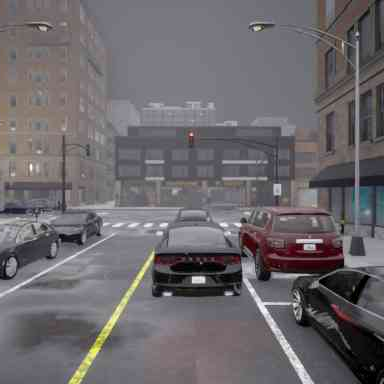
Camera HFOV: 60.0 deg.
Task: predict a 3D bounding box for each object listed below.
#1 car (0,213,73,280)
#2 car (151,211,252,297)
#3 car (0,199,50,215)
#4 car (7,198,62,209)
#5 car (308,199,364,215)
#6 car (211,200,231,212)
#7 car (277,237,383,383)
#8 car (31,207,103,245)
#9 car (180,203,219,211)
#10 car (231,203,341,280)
[{"bbox_3d":[-5.402,1.551,9.804,2.008,1.369,4.403,0,0,0],"label":"car"},{"bbox_3d":[0.062,1.478,8.634,1.882,1.535,5.008,0,0,-1],"label":"car"},{"bbox_3d":[-16.207,1.531,30.951,4.718,1.301,1.895,0,0,0],"label":"car"},{"bbox_3d":[-15.896,1.423,34.407,4.902,1.511,2.128,0,0,0],"label":"car"},{"bbox_3d":[14.940,1.561,34.584,5.008,1.535,1.882,0,0,0],"label":"car"},{"bbox_3d":[3.067,1.588,37.765,4.181,1.385,1.994,0,0,0],"label":"car"},{"bbox_3d":[2.631,1.566,4.153,1.947,1.339,4.313,0,0,0],"label":"car"},{"bbox_3d":[-5.409,1.566,15.467,1.947,1.339,4.313,0,0,0],"label":"car"},{"bbox_3d":[0.059,1.505,16.137,1.837,1.490,4.892,0,0,0],"label":"car"},{"bbox_3d":[2.623,1.315,9.815,2.192,1.841,5.009,0,0,0],"label":"car"}]
